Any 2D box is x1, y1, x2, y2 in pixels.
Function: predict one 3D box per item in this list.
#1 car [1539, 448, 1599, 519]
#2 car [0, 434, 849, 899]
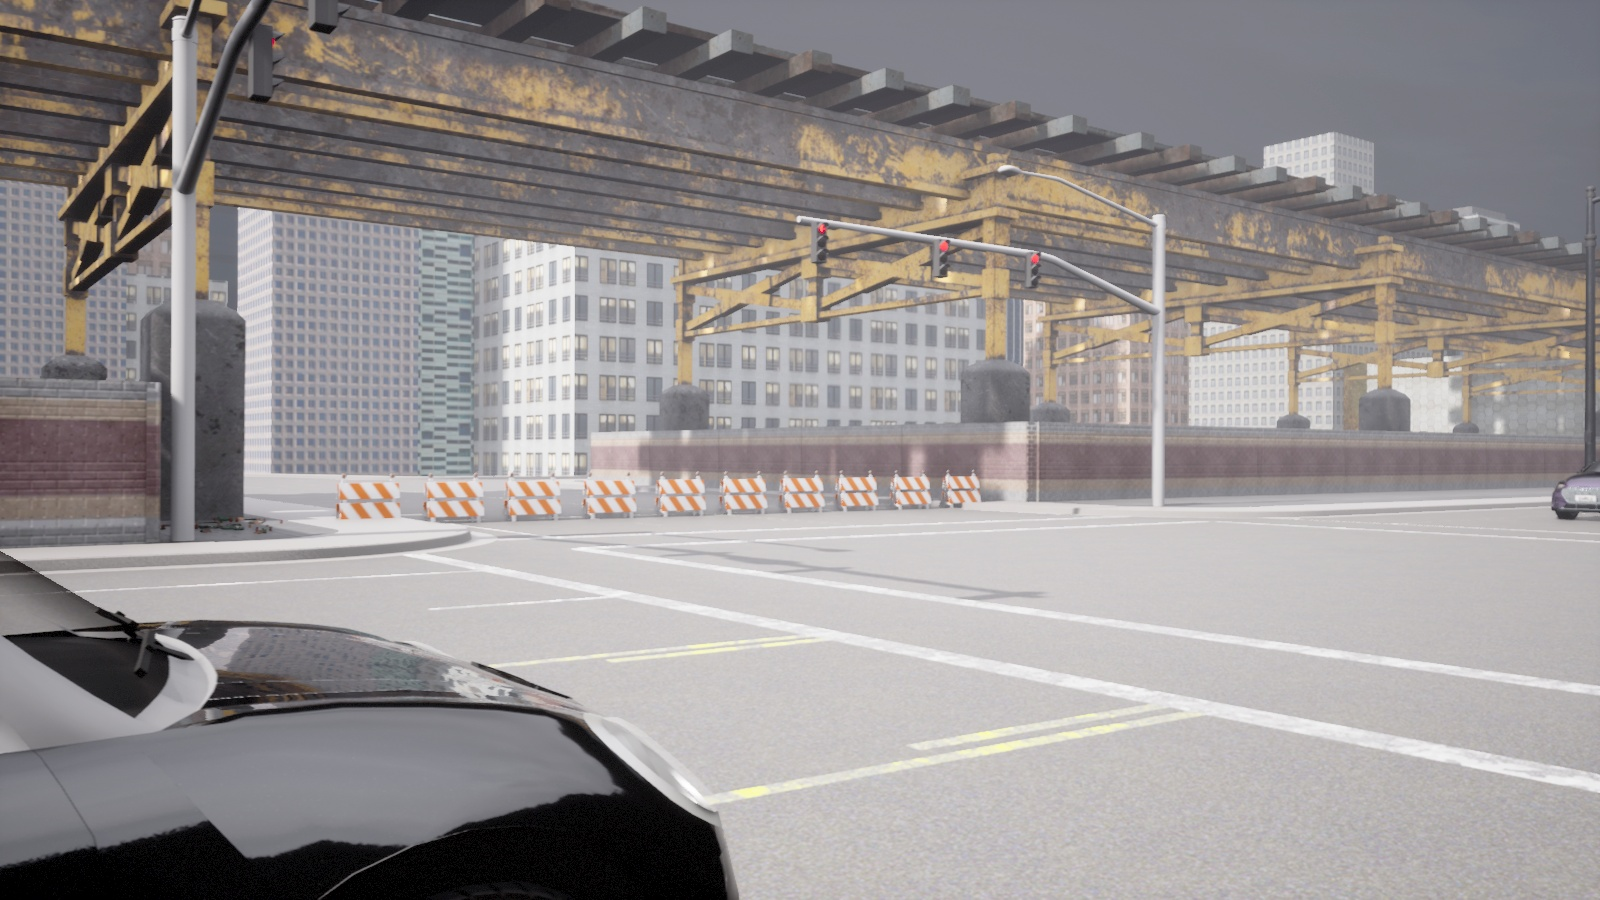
[{"bbox_3d":[20.250,0.778,30.580,4.856,1.649,2.033,0,0,-35],"label":"car"},{"bbox_3d":[-2.025,0.719,2.249,3.806,1.475,1.970,0,0,-35],"label":"car"}]
